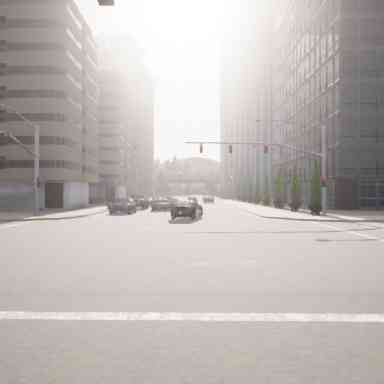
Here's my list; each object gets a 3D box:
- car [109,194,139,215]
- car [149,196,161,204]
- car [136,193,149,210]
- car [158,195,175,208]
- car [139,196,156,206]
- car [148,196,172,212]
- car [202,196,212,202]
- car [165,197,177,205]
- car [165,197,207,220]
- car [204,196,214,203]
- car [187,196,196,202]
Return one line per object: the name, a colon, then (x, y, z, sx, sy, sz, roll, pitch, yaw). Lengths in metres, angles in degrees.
car: (-7.125, 1.352, 34.442, 2.097, 1.767, 4.553, 0, 0, 0)
car: (-7.092, 1.505, 64.429, 1.837, 1.490, 4.892, 0, 0, 0)
car: (-7.129, 1.221, 44.031, 2.150, 2.045, 5.566, 0, 0, 0)
car: (-3.631, 1.352, 48.144, 2.097, 1.767, 4.553, 0, 0, 0)
car: (-7.129, 1.491, 53.990, 2.128, 1.511, 4.902, 0, 0, 0)
car: (-3.628, 1.505, 38.940, 1.837, 1.490, 4.892, 0, 0, 0)
car: (3.445, 1.528, 76.167, 1.994, 1.385, 4.181, 0, 0, 0)
car: (-3.621, 1.601, 57.913, 1.895, 1.301, 4.718, 0, 0, 0)
car: (-0.370, 1.452, 27.401, 1.882, 1.535, 5.008, 1, -1, 12)
car: (3.452, 1.505, 67.500, 1.837, 1.490, 4.892, 0, 0, 0)
car: (-0.055, 1.522, 75.991, 1.994, 1.385, 4.181, 0, 0, 0)
